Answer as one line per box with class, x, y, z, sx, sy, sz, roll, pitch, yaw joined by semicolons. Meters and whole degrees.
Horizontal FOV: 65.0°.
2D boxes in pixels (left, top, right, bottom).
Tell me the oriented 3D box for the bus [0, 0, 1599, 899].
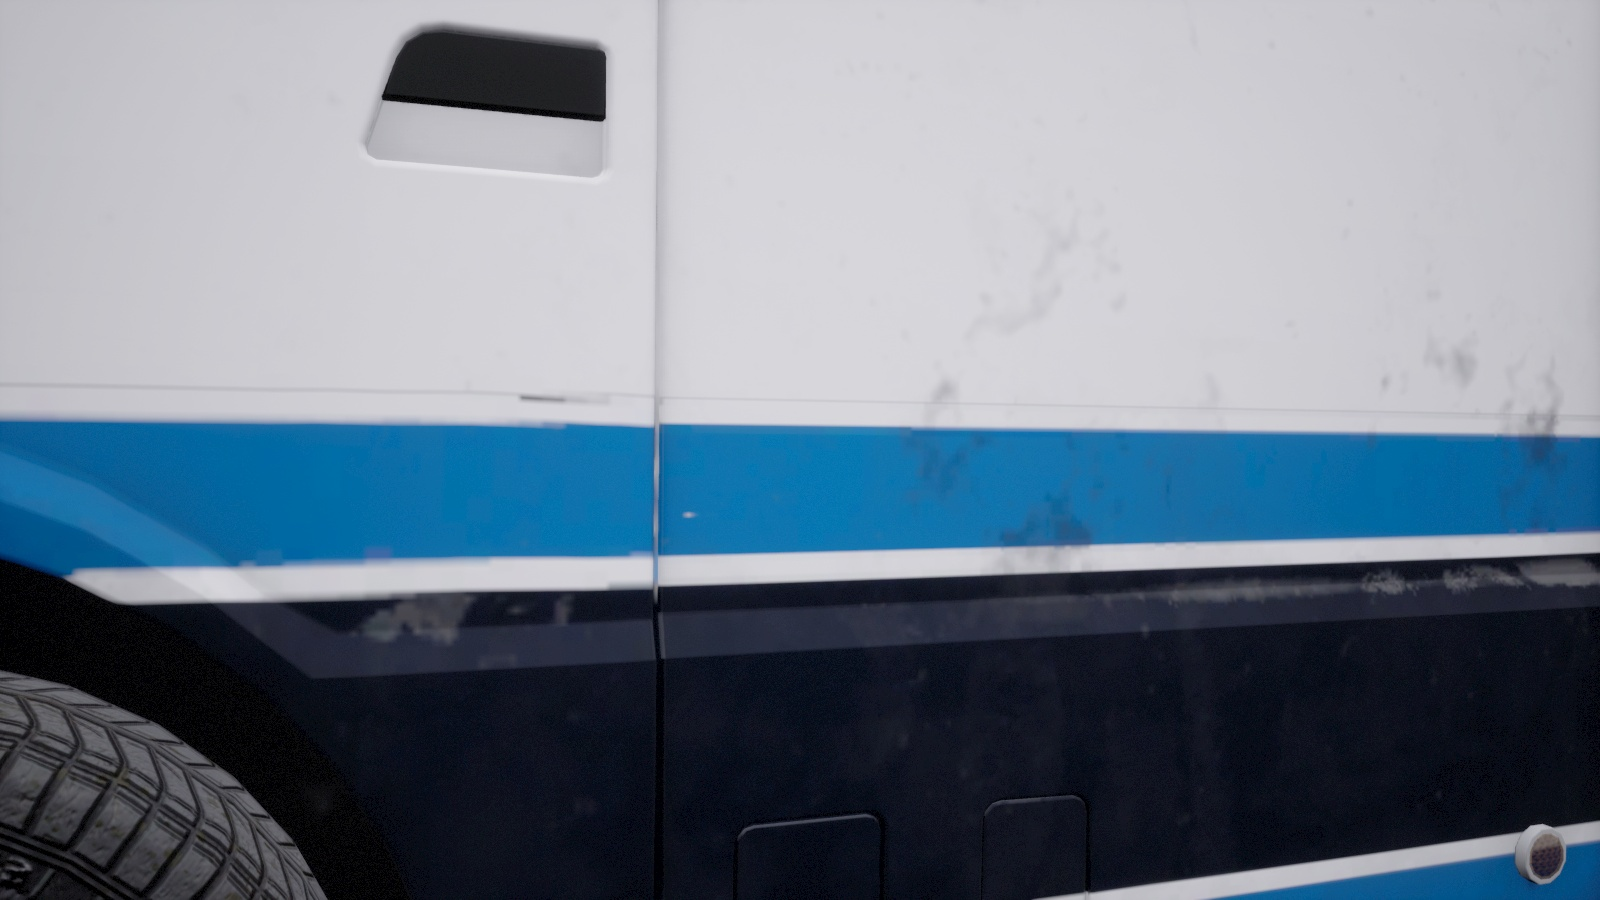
bus;1.219;-0.652;3.684;10.273;4.253;3.944;-1;1;-21
